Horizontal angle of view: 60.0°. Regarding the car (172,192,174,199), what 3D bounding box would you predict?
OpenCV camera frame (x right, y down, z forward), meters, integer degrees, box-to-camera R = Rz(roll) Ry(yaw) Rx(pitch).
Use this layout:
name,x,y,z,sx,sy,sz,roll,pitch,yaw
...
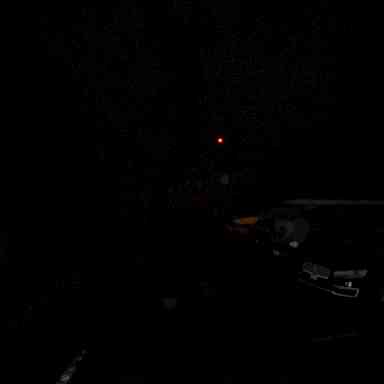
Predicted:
name,x,y,z,sx,sy,sz,roll,pitch,yaw
car,-1.821,1.272,84.159,4.553,1.767,2.185,1,0,-28

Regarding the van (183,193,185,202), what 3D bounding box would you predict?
name,x,y,z,sx,sy,sz,roll,pitch,yaw
van,1.179,1.271,60.261,4.442,1.987,1.878,0,0,-27

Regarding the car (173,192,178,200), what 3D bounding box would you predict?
name,x,y,z,sx,sy,sz,roll,pitch,yaw
car,-0.628,1.179,75.240,5.566,2.045,2.435,0,0,-28

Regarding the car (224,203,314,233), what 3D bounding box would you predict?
name,x,y,z,sx,sy,sz,roll,pitch,yaw
car,4.513,1.456,19.557,4.792,1.488,2.163,1,0,-23

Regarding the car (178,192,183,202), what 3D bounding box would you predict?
name,x,y,z,sx,sy,sz,roll,pitch,yaw
car,0.887,1.232,63.285,5.566,2.045,2.435,1,0,-27

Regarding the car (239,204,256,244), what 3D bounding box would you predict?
name,x,y,z,sx,sy,sz,roll,pitch,yaw
car,4.578,1.313,13.567,4.553,1.767,2.185,1,0,-22

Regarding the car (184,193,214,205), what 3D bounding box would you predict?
name,x,y,z,sx,sy,sz,roll,pitch,yaw
car,1.604,1.386,57.314,4.553,1.767,2.185,0,0,-27

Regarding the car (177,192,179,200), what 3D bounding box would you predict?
name,x,y,z,sx,sy,sz,roll,pitch,yaw
car,0.551,1.219,66.304,5.566,2.045,2.435,0,0,-27

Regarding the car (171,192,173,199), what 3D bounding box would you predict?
name,x,y,z,sx,sy,sz,roll,pitch,yaw
car,-2.281,1.263,87.110,4.553,1.767,2.185,1,0,-28

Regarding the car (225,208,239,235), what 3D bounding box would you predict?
name,x,y,z,sx,sy,sz,roll,pitch,yaw
car,4.275,1.424,16.505,5.366,1.575,1.946,1,0,-22

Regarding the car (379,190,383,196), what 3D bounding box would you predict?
name,x,y,z,sx,sy,sz,roll,pitch,yaw
car,19.852,0.129,30.845,2.002,1.452,4.674,-6,4,-27

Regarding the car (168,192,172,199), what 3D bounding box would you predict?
name,x,y,z,sx,sy,sz,roll,pitch,yaw
car,-3.029,1.130,93.090,5.566,2.045,2.435,1,0,-28

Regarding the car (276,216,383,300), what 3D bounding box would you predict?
name,x,y,z,sx,sy,sz,roll,pitch,yaw
car,4.698,1.459,7.517,4.892,1.521,2.231,1,0,-21

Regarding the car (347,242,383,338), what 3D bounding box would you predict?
name,x,y,z,sx,sy,sz,roll,pitch,yaw
car,4.731,1.507,4.499,4.674,1.452,2.002,1,0,-21

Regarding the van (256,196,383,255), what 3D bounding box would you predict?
name,x,y,z,sx,sy,sz,roll,pitch,yaw
van,4.524,1.221,10.492,4.442,1.987,1.878,1,0,-22
